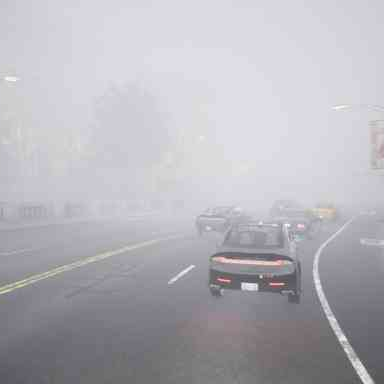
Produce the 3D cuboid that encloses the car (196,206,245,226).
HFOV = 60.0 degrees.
[{"bbox_3d":[1.891,1.488,17.691,2.128,1.511,4.902,0,0,27],"label":"car"}]

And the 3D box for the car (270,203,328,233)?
[{"bbox_3d":[5.531,1.547,17.286,2.033,1.411,5.357,0,0,29],"label":"car"}]

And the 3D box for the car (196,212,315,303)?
[{"bbox_3d":[1.680,1.492,8.327,2.128,1.511,4.902,0,0,15],"label":"car"}]

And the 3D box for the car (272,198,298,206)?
[{"bbox_3d":[8.481,1.352,29.456,2.097,1.767,4.553,0,0,30],"label":"car"}]

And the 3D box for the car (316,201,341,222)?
[{"bbox_3d":[10.542,1.456,26.247,1.801,1.575,5.366,0,0,30],"label":"car"}]
